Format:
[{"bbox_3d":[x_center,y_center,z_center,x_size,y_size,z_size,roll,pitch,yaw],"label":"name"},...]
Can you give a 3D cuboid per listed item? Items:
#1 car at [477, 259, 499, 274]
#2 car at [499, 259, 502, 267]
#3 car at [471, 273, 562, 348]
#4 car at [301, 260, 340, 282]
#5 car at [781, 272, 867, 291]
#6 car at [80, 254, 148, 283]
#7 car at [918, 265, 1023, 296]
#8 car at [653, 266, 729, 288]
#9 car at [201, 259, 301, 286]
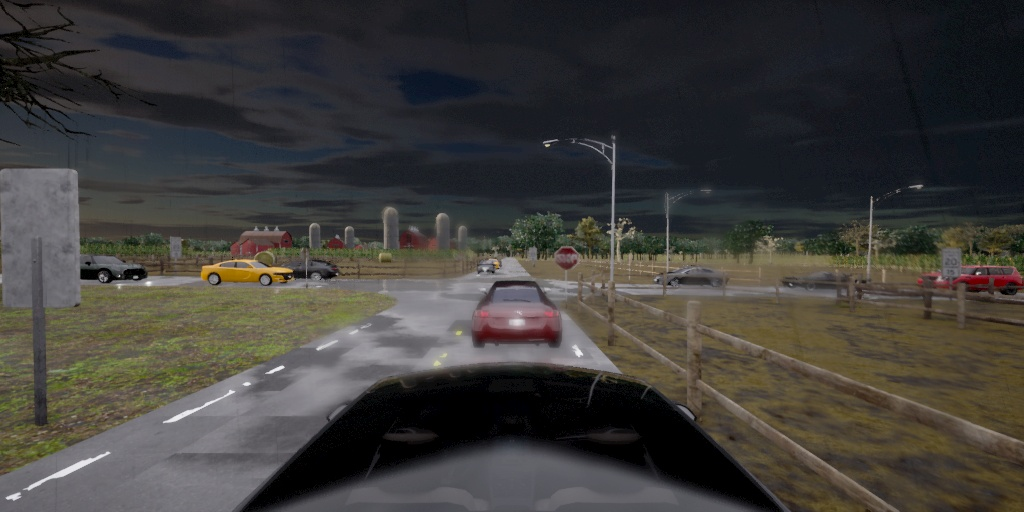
[{"bbox_3d":[-2.814,1.209,39.879,2.128,1.511,4.902,0,0,-1],"label":"car"},{"bbox_3d":[-2.843,1.176,51.440,1.882,1.535,5.008,0,0,0],"label":"car"},{"bbox_3d":[0.098,1.311,9.250,1.994,1.385,4.181,0,0,0],"label":"car"},{"bbox_3d":[-14.698,0.989,25.169,4.892,1.490,1.837,1,2,-1],"label":"car"},{"bbox_3d":[22.045,1.796,25.463,4.718,1.301,1.895,1,1,0],"label":"car"},{"bbox_3d":[-25.575,0.702,22.229,4.553,1.767,2.097,1,1,0],"label":"car"},{"bbox_3d":[32.563,1.665,25.511,5.566,2.045,2.150,1,1,0],"label":"car"},{"bbox_3d":[12.628,1.484,25.404,4.902,1.511,2.128,1,1,0],"label":"car"},{"bbox_3d":[-16.329,0.979,22.283,5.008,1.535,1.882,1,1,0],"label":"car"}]
